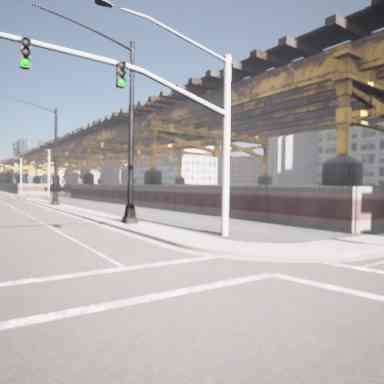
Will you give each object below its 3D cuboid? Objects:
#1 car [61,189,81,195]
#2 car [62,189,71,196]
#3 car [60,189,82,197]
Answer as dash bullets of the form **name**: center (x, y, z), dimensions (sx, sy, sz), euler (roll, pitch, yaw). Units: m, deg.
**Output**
- **car**: center (-25.414, -0.044, 70.024), dimensions (1.853, 1.218, 4.536), euler (1, 1, 10)
- **car**: center (-22.856, 0.207, 66.150), dimensions (4.974, 1.542, 2.038), euler (1, 1, 20)
- **car**: center (-25.425, 0.114, 69.975), dimensions (2.038, 1.542, 4.974), euler (1, 1, 10)
